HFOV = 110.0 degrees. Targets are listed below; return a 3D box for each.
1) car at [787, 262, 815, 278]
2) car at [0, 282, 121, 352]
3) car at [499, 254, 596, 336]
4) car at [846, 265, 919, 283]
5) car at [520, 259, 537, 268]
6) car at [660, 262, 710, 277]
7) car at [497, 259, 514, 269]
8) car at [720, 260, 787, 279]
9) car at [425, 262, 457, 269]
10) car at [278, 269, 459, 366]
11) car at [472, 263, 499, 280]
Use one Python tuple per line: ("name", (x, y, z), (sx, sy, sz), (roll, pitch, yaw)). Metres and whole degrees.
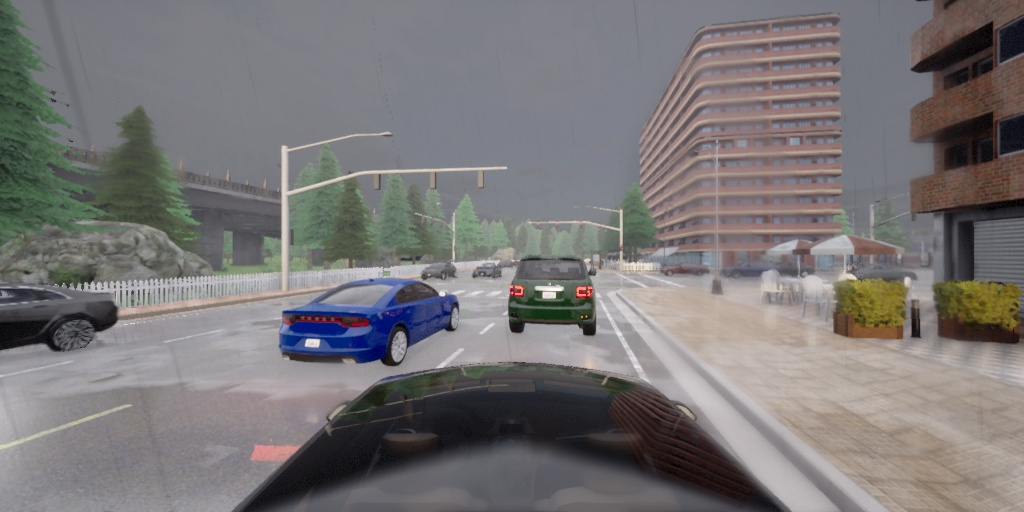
("car", (26.595, 1.323, 35.116), (4.892, 1.490, 1.837), (0, 0, 10))
("car", (-10.281, 1.243, 6.282), (2.128, 1.511, 4.902), (0, 0, 9))
("car", (1.314, 0.975, 10.700), (2.150, 2.045, 5.566), (0, 0, 10))
("car", (28.221, 1.380, 27.568), (4.181, 1.385, 1.994), (0, 0, 10))
("car", (2.842, 1.264, 60.650), (2.128, 1.511, 4.902), (0, 0, 10))
("car", (17.680, 1.345, 36.783), (4.674, 1.442, 1.812), (0, 0, 12))
("car", (-0.980, 1.276, 59.132), (1.837, 1.490, 4.892), (0, 0, 10))
("car", (21.500, 1.169, 32.477), (4.553, 1.767, 2.097), (0, 0, 10))
("car", (-6.057, 1.269, 30.378), (1.837, 1.490, 4.892), (0, 0, 10))
("car", (-2.713, 1.230, 8.118), (1.882, 1.535, 5.008), (0, 0, 10))
("car", (-2.182, 1.341, 32.198), (1.994, 1.385, 4.181), (0, 0, 10))
